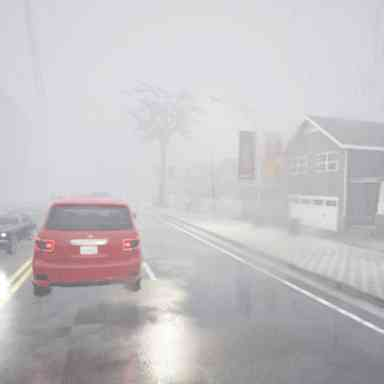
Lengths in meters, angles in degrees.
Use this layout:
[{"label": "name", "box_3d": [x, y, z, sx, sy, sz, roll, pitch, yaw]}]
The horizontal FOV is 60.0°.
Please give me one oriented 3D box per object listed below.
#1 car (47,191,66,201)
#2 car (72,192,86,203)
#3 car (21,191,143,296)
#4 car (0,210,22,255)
[{"label": "car", "box_3d": [-21.093, 0.588, 52.093, 2.033, 1.411, 5.357, 2, 0, -15]}, {"label": "car", "box_3d": [-17.961, 0.833, 52.938, 1.837, 1.490, 4.892, 2, 0, -15]}, {"label": "car", "box_3d": [-2.587, 1.137, 8.689, 2.150, 2.045, 5.566, 2, 0, -15]}, {"label": "car", "box_3d": [-7.136, 1.386, 12.286, 1.895, 1.301, 4.718, 2, 0, -15]}]
